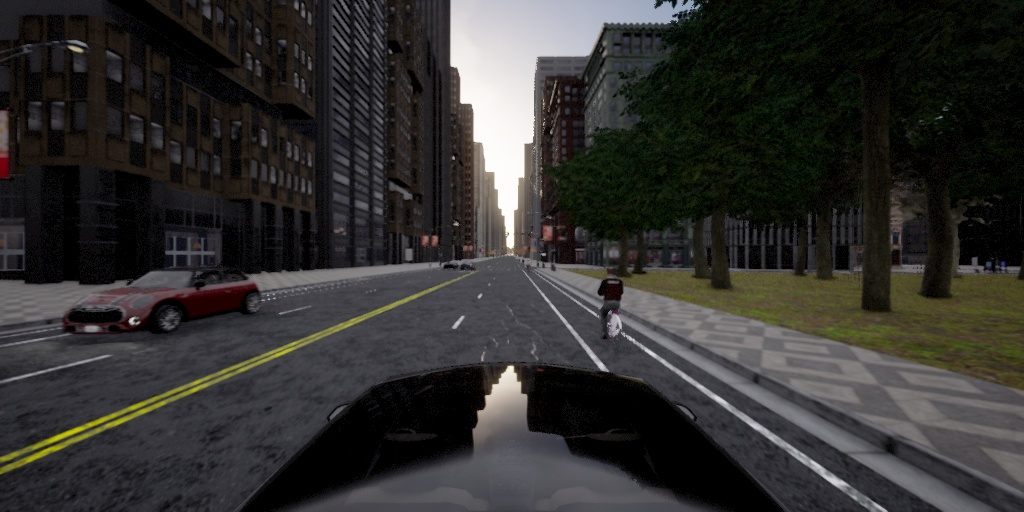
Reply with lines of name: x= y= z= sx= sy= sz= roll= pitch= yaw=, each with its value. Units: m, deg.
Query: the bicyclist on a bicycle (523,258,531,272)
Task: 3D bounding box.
bicyclist on a bicycle: x=2.171 y=1.319 z=47.225 sx=0.866 sy=1.612 sz=1.509 roll=0 pitch=0 yaw=0

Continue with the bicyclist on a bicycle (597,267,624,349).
bicyclist on a bicycle: x=2.249 y=1.133 z=8.345 sx=0.659 sy=1.776 sz=1.843 roll=0 pitch=0 yaw=0

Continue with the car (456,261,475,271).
car: x=-6.540 y=1.459 z=53.371 sx=2.033 sy=1.411 sz=5.357 roll=0 pitch=0 yaw=1

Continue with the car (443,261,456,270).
car: x=-9.752 y=1.532 z=57.605 sx=1.895 sy=1.301 sz=4.718 roll=0 pitch=0 yaw=0

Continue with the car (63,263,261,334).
car: x=-9.851 y=1.119 z=10.647 sx=2.097 sy=1.767 sz=4.553 roll=0 pitch=0 yaw=0
